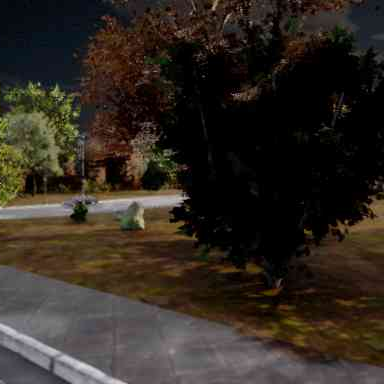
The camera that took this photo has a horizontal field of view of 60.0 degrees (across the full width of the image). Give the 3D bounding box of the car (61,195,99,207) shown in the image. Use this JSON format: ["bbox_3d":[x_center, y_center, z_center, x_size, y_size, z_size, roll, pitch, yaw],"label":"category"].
[{"bbox_3d":[-14.455,1.149,43.051,2.128,1.511,4.902,0,2,39],"label":"car"}]
